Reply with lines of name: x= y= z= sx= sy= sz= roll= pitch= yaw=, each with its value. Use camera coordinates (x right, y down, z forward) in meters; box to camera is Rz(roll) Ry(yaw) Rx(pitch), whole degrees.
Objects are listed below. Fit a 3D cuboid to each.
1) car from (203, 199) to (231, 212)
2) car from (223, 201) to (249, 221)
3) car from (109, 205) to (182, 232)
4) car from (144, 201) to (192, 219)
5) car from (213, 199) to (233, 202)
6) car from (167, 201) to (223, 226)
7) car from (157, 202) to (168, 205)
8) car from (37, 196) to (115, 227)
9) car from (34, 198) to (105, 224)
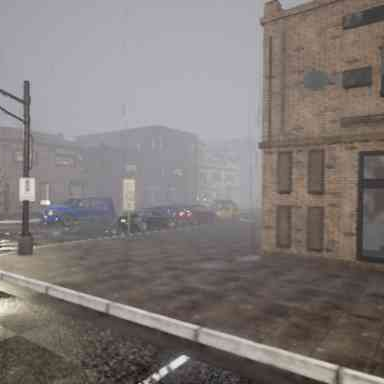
car: x=3.402 y=1.759 z=44.685 sx=1.967 sy=1.590 sz=4.097 roll=0 pitch=0 yaw=36
car: x=3.709 y=1.869 z=30.920 sx=1.752 sy=1.417 sz=4.829 roll=0 pitch=0 yaw=36
car: x=-2.946 y=1.801 z=21.829 sx=1.947 sy=1.339 sz=4.313 roll=0 pitch=0 yaw=36
car: x=-2.264 y=1.710 z=32.554 sx=1.882 sy=1.535 sz=5.008 roll=1 pitch=0 yaw=36
car: x=3.634 y=1.681 z=40.584 sx=2.097 sy=1.767 sz=4.553 roll=1 pitch=0 yaw=36
car: x=0.333 y=1.729 z=26.306 sx=1.967 sy=1.590 sz=4.097 roll=0 pitch=0 yaw=36
car: x=-2.079 y=1.720 z=27.469 sx=1.882 sy=1.535 sz=5.008 roll=1 pitch=0 yaw=37
car: x=-8.167 y=1.358 z=24.484 sx=2.150 sy=2.045 sz=5.566 roll=1 pitch=0 yaw=36
car: x=-9.705 y=1.420 z=26.779 sx=2.192 sy=1.841 sz=5.009 roll=0 pitch=0 yaw=36
